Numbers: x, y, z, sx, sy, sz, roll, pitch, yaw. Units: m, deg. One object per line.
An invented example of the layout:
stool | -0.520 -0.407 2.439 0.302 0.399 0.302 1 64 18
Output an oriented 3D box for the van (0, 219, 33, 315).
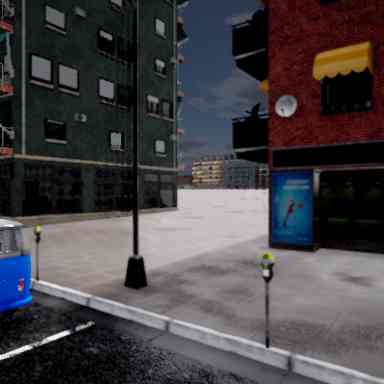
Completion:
van | -4.671 1.321 6.205 3.998 1.788 1.690 0 0 35
